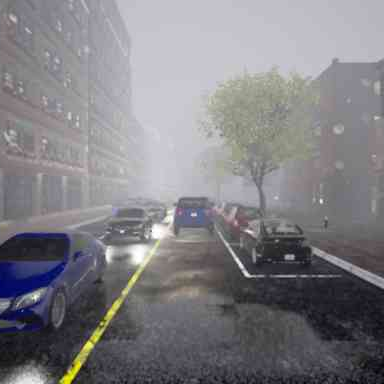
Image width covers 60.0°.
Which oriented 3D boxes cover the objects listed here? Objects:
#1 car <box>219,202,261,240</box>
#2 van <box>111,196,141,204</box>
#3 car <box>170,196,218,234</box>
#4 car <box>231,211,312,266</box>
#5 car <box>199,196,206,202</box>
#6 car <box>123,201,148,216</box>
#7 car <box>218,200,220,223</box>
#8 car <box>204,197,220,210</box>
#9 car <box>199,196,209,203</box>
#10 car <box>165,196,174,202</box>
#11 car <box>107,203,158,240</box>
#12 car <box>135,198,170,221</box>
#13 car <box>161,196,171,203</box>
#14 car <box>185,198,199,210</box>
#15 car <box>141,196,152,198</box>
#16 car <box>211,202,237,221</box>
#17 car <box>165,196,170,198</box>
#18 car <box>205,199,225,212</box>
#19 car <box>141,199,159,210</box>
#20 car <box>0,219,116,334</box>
[{"bbox_3d":[2.687,1.455,17.032,1.967,1.590,4.097,0,0,0],"label":"car"},{"bbox_3d":[-5.697,1.368,28.426,1.690,1.788,3.998,0,0,0],"label":"van"},{"bbox_3d":[0.097,1.239,19.415,2.150,2.045,5.566,0,0,0],"label":"car"},{"bbox_3d":[2.687,1.560,11.335,2.008,1.369,4.403,0,0,0],"label":"car"},{"bbox_3d":[2.675,1.695,85.391,1.887,1.381,4.507,0,0,0],"label":"car"},{"bbox_3d":[-5.697,1.617,34.122,1.802,1.307,4.206,0,0,0],"label":"car"},{"bbox_3d":[2.685,1.461,22.728,1.967,1.590,4.097,0,0,0],"label":"car"},{"bbox_3d":[2.682,1.495,45.516,1.967,1.590,4.097,0,0,0],"label":"car"},{"bbox_3d":[2.677,1.670,73.999,2.008,1.369,4.403,0,0,0],"label":"car"},{"bbox_3d":[-5.706,1.716,85.393,1.947,1.339,4.313,0,0,0],"label":"car"},{"bbox_3d":[-3.091,1.521,17.124,1.837,1.490,4.892,0,0,0],"label":"car"},{"bbox_3d":[-3.088,1.518,27.708,2.128,1.511,4.902,0,0,0],"label":"car"},{"bbox_3d":[-5.703,1.663,74.000,1.887,1.381,4.507,0,0,0],"label":"car"},{"bbox_3d":[0.046,1.577,44.158,1.812,1.442,4.674,0,0,1],"label":"car"},{"bbox_3d":[-5.698,1.359,39.819,2.192,1.841,5.009,0,0,0],"label":"car"},{"bbox_3d":[2.685,1.609,28.426,1.802,1.307,4.206,0,0,0],"label":"car"},{"bbox_3d":[-5.703,1.630,68.133,1.752,1.417,4.829,0,0,0],"label":"car"},{"bbox_3d":[2.683,1.595,39.819,2.008,1.369,4.403,0,0,0],"label":"car"},{"bbox_3d":[-5.699,1.620,45.516,1.947,1.339,4.313,0,0,0],"label":"car"},{"bbox_3d":[-3.068,1.531,6.939,1.812,1.442,4.674,0,0,-1],"label":"car"}]
